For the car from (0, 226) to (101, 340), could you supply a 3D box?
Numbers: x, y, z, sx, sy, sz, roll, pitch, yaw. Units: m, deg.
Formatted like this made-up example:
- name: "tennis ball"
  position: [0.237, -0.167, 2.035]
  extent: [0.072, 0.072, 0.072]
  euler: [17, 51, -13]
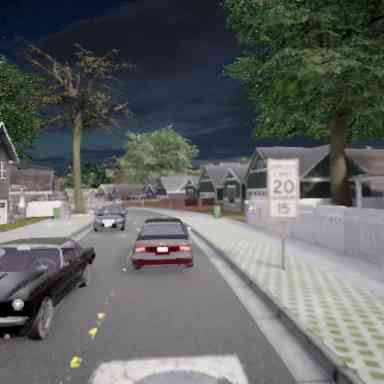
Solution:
- name: "car"
  position: [-3.322, 1.662, 6.689]
  extent: [1.895, 1.301, 4.718]
  euler: [-1, 0, -5]

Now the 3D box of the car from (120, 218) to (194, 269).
- name: "car"
  position: [-0.990, 1.599, 11.423]
  extent: [2.033, 1.411, 5.357]
  euler: [-1, 0, -4]

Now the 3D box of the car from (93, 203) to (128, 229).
- name: "car"
  position: [-5.199, 1.636, 21.452]
  extent: [2.128, 1.511, 4.902]
  euler: [-1, 0, -10]

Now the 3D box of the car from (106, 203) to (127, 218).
- name: "car"
  position: [-7.935, 1.883, 34.949]
  extent: [1.994, 1.385, 4.181]
  euler: [-1, -1, -13]
